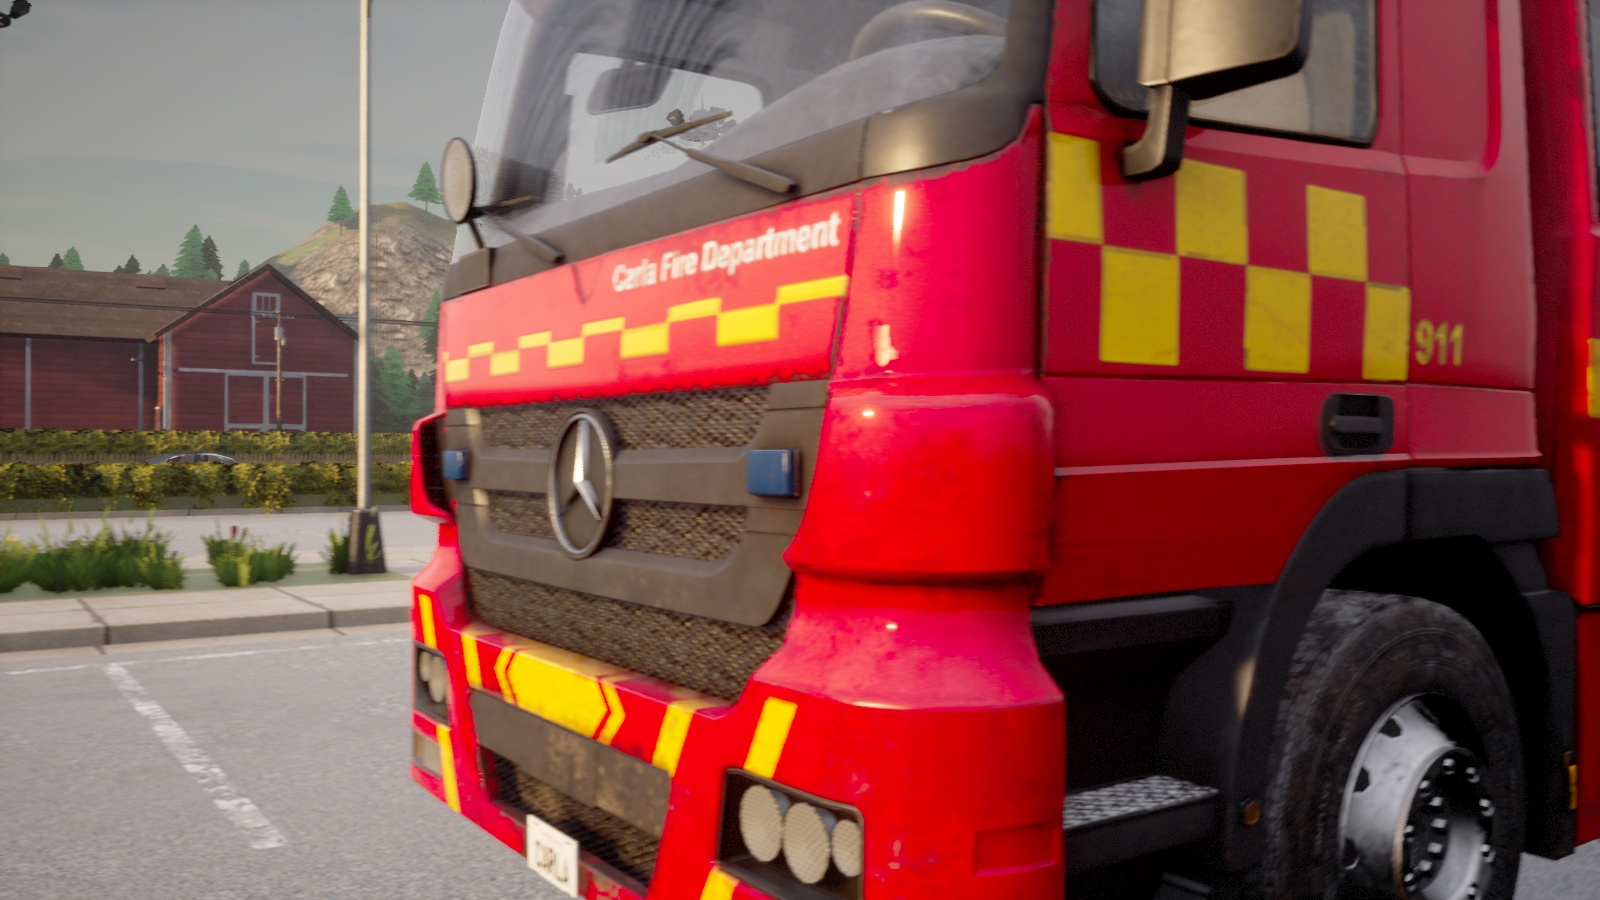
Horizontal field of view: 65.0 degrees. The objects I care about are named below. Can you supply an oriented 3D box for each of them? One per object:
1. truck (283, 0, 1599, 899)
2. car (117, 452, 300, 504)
[{"bbox_3d":[2.566,-0.412,5.449,8.468,3.827,2.891,0,0,-35],"label":"truck"},{"bbox_3d":[-18.468,0.836,39.258,4.902,1.511,2.128,0,0,-34],"label":"car"}]
